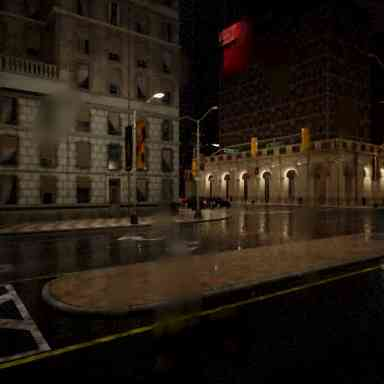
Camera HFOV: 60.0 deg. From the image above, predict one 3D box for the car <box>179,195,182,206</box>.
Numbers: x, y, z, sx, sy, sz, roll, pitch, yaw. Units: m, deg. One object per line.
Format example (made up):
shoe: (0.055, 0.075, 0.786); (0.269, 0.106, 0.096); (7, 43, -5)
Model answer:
car: (-2.256, 1.344, 55.888); (2.097, 1.767, 4.553); (0, 0, -35)

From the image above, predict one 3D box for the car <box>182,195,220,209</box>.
car: (1.196, 1.345, 44.987); (2.097, 1.767, 4.553); (0, 0, -35)

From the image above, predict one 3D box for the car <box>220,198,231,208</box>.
car: (3.490, 1.470, 47.792); (1.882, 1.535, 5.008); (0, 0, -36)
